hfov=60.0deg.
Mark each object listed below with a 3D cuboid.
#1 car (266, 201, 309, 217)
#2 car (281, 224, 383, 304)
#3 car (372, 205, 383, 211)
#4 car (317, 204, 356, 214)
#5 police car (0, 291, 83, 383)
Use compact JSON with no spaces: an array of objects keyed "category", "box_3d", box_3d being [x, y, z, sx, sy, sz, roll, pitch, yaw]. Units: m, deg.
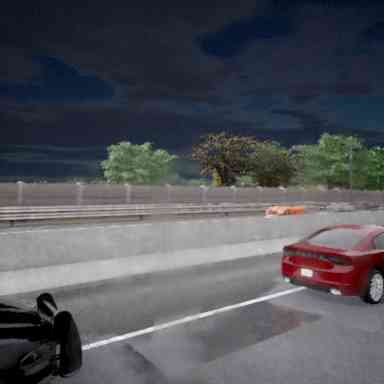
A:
[{"category":"car","box_3d":[9.386,1.659,32.631,4.553,1.767,2.097,1,-1,-36]},{"category":"car","box_3d":[4.386,1.545,8.408,5.008,1.535,1.882,0,-1,-36]},{"category":"car","box_3d":[18.049,1.854,30.314,5.357,1.411,2.033,1,-1,-36]},{"category":"car","box_3d":[13.788,1.833,31.522,4.674,1.442,1.812,1,-1,-36]},{"category":"police car","box_3d":[-3.587,1.452,2.543,5.238,1.638,1.930,0,-1,-36]}]
